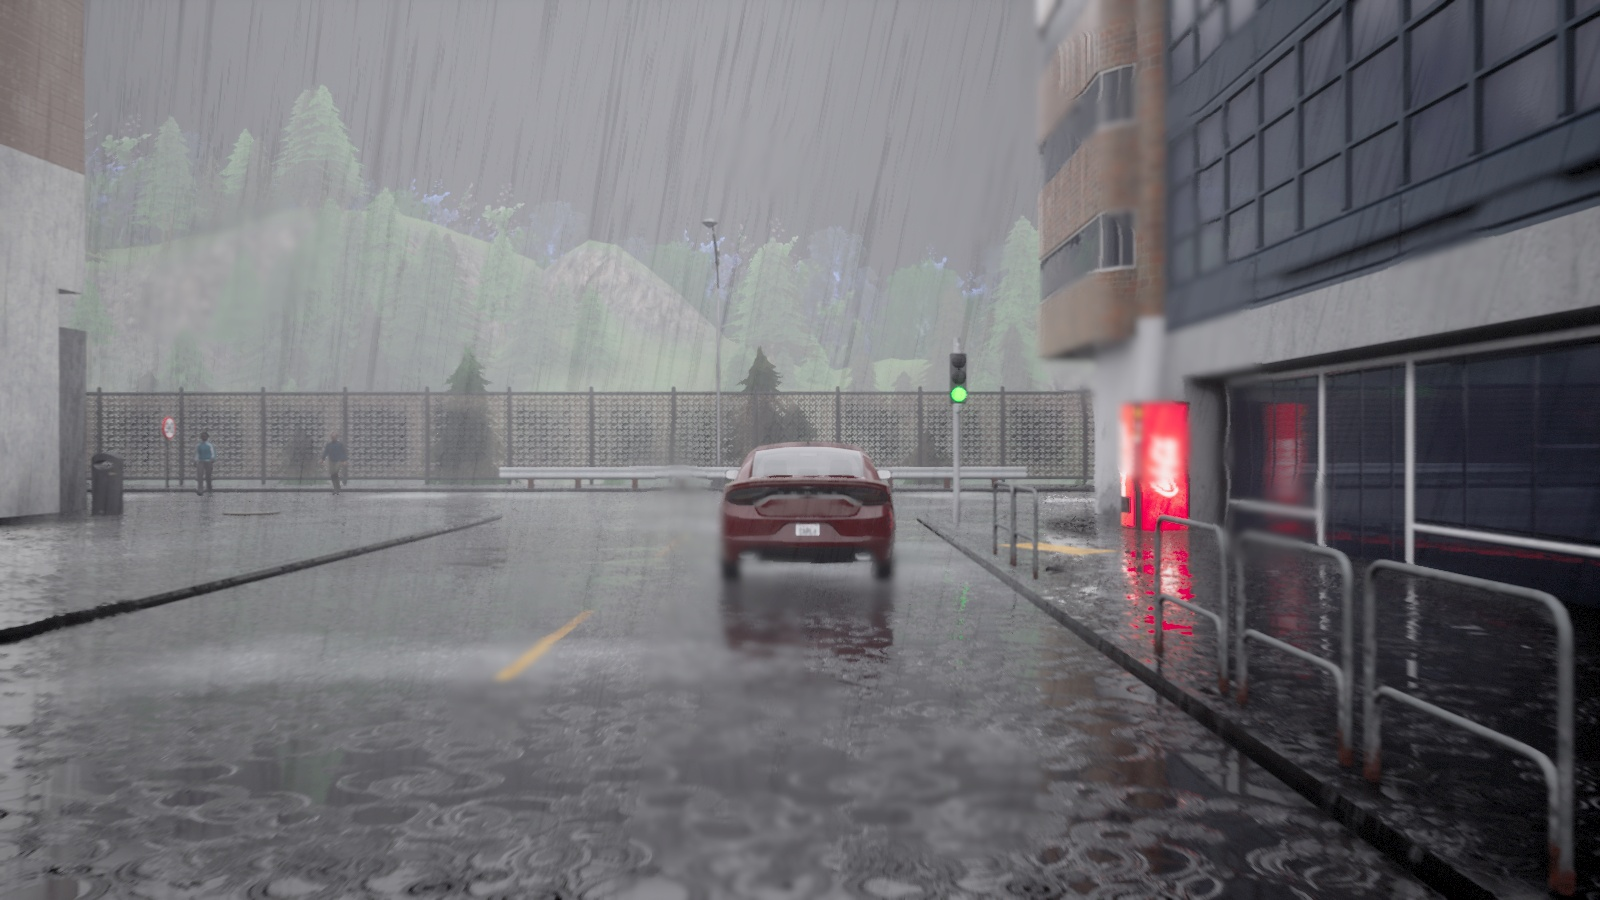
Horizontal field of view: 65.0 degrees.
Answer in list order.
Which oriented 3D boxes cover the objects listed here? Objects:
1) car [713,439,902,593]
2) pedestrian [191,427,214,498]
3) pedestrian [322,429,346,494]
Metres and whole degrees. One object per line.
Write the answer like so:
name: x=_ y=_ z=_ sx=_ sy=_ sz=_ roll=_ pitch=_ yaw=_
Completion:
car: x=0.097 y=0.640 z=15.023 sx=1.882 sy=1.535 sz=5.008 roll=0 pitch=0 yaw=0
pedestrian: x=-16.448 y=0.342 z=34.585 sx=0.396 sy=1.930 sz=0.692 roll=0 pitch=0 yaw=-11
pedestrian: x=-13.387 y=0.319 z=36.085 sx=0.402 sy=1.842 sz=0.726 roll=0 pitch=0 yaw=1
